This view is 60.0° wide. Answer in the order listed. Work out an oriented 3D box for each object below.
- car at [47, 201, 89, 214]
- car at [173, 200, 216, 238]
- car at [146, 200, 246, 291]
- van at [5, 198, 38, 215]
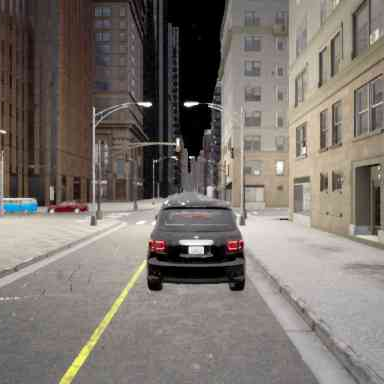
[{"bbox_3d":[-13.964,1.723,37.467,4.507,1.381,1.887,-1,0,0],"label":"car"},{"bbox_3d":[0.103,1.356,18.591,2.097,1.767,4.553,0,0,0],"label":"car"},{"bbox_3d":[0.103,1.223,9.142,2.150,2.045,5.566,0,0,0],"label":"car"},{"bbox_3d":[-19.590,1.587,37.489,3.998,1.788,1.690,-1,0,0],"label":"van"}]
